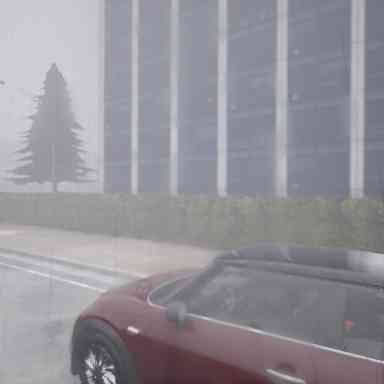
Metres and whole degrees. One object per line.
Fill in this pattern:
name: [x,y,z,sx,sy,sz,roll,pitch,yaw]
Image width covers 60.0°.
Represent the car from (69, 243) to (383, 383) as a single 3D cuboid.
car: [0.785,1.344,3.433,4.553,1.767,2.097,0,0,36]
